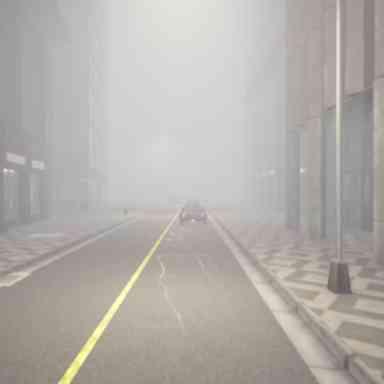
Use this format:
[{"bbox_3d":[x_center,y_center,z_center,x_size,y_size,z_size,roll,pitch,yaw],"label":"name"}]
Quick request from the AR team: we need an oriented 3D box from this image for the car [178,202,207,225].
[{"bbox_3d":[0.077,1.622,24.397,1.895,1.301,4.718,0,0,0],"label":"car"}]

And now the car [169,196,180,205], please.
[{"bbox_3d":[-3.098,1.557,60.012,1.837,1.490,4.892,0,0,1],"label":"car"}]

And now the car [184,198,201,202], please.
[{"bbox_3d":[0.062,1.529,41.651,2.128,1.511,4.902,0,0,0],"label":"car"}]
